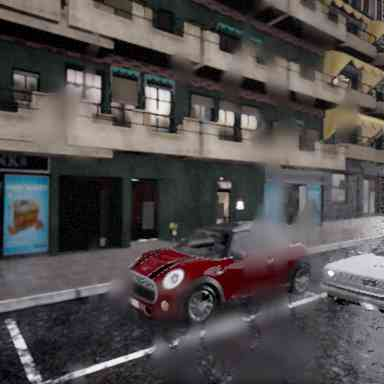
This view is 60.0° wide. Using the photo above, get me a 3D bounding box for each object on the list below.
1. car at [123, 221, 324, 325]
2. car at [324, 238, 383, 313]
[{"bbox_3d":[0.632,1.410,6.996,4.097,1.590,1.967,0,1,-36],"label":"car"},{"bbox_3d":[4.695,1.549,6.736,4.718,1.301,1.895,0,0,-36],"label":"car"}]
